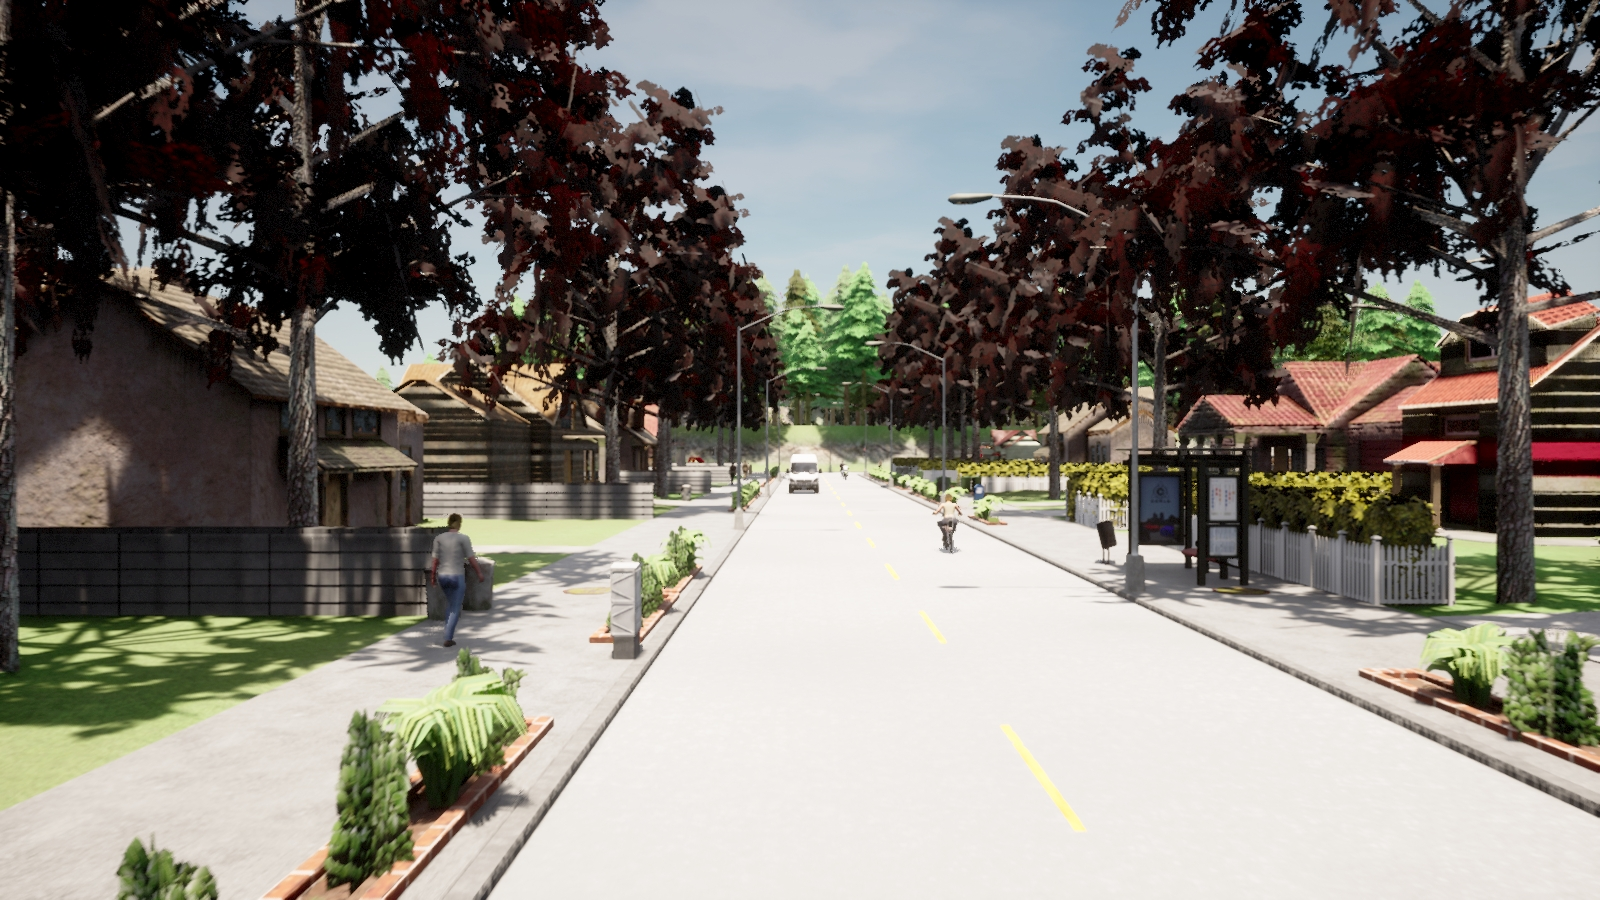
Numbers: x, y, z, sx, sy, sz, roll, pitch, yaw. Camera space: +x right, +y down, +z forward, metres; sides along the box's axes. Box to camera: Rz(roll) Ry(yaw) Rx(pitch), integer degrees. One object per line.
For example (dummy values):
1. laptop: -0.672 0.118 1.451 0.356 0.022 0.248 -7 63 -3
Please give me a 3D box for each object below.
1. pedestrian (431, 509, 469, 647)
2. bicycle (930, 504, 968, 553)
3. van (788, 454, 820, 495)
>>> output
1. pedestrian: -4.819 1.750 15.744 0.375 1.860 0.375 0 0 9
2. bicycle: 4.130 2.171 31.857 0.859 1.276 1.487 0 0 0
3. van: 0.264 1.565 75.253 1.988 2.561 5.915 0 0 0
